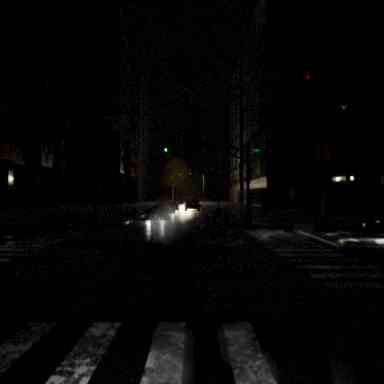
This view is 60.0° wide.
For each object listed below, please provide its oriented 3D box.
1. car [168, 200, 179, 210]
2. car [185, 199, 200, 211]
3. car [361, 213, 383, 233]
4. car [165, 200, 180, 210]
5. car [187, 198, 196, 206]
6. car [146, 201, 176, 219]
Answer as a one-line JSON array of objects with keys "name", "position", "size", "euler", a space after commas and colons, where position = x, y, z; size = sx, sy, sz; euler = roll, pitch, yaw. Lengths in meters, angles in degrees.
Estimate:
[{"name": "car", "position": [-3.096, 1.880, 42.276], "size": [1.882, 1.535, 5.008], "euler": [0, -1, 0]}, {"name": "car", "position": [0.049, 1.829, 50.191], "size": [2.097, 1.767, 4.553], "euler": [0, -1, 0]}, {"name": "car", "position": [12.608, 1.683, 19.625], "size": [4.902, 1.511, 2.128], "euler": [0, 0, 0]}, {"name": "car", "position": [-3.054, 1.990, 52.437], "size": [2.128, 1.511, 4.902], "euler": [0, -1, 0]}, {"name": "car", "position": [-0.081, 2.175, 73.072], "size": [1.882, 1.535, 5.008], "euler": [0, -1, 0]}, {"name": "car", "position": [-3.085, 1.856, 32.472], "size": [2.033, 1.411, 5.357], "euler": [0, -1, 4]}]
